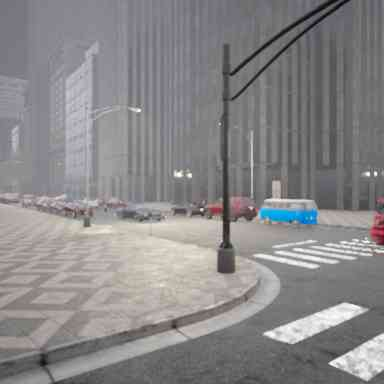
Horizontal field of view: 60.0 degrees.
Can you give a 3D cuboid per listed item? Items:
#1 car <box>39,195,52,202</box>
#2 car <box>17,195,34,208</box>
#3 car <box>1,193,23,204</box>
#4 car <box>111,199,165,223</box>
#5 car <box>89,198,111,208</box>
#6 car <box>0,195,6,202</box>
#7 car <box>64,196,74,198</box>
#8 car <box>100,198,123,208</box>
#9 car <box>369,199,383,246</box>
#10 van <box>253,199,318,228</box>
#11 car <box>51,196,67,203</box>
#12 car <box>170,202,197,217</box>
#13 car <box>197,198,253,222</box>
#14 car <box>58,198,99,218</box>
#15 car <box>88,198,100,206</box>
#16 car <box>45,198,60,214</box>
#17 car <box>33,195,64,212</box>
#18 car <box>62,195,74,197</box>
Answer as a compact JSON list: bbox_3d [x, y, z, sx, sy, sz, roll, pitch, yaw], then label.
[{"bbox_3d":[-33.830,1.485,76.868,1.752,1.417,4.829,1,0,-35],"label":"car"},{"bbox_3d":[-23.919,1.564,48.938,2.008,1.369,4.403,0,0,-36],"label":"car"},{"bbox_3d":[-33.927,1.300,62.579,2.192,1.841,5.009,0,0,-36],"label":"car"},{"bbox_3d":[-4.227,1.583,26.444,2.033,1.411,5.357,0,0,-36],"label":"car"},{"bbox_3d":[-13.695,1.606,49.417,1.802,1.307,4.206,0,0,-36],"label":"car"},{"bbox_3d":[-43.814,1.467,76.049,1.752,1.417,4.829,1,0,-35],"label":"car"},{"bbox_3d":[-17.974,1.585,45.317,1.994,1.385,4.181,0,0,-36],"label":"car"},{"bbox_3d":[-10.357,1.468,44.869,1.967,1.590,4.097,0,0,-36],"label":"car"},{"bbox_3d":[9.244,1.234,11.421,5.566,2.045,2.150,0,1,25],"label":"car"},{"bbox_3d":[6.327,1.384,22.134,1.690,1.788,3.998,0,0,-36],"label":"van"},{"bbox_3d":[-27.142,1.515,67.744,1.752,1.417,4.829,0,0,-36],"label":"car"},{"bbox_3d":[-0.348,1.604,31.229,1.947,1.339,4.313,0,0,-36],"label":"car"},{"bbox_3d":[2.989,1.357,26.682,2.192,1.841,5.009,0,0,-36],"label":"car"},{"bbox_3d":[-10.573,1.574,30.752,1.887,1.381,4.507,0,0,-36],"label":"car"},{"bbox_3d":[-14.231,1.550,45.403,1.812,1.442,4.674,0,0,-36],"label":"car"},{"bbox_3d":[-13.909,1.608,35.298,1.802,1.307,4.206,0,0,-36],"label":"car"},{"bbox_3d":[-17.246,1.463,39.845,1.967,1.590,4.097,0,0,-36],"label":"car"},{"bbox_3d":[-20.254,1.579,53.523,1.994,1.385,4.181,0,0,-36],"label":"car"}]
